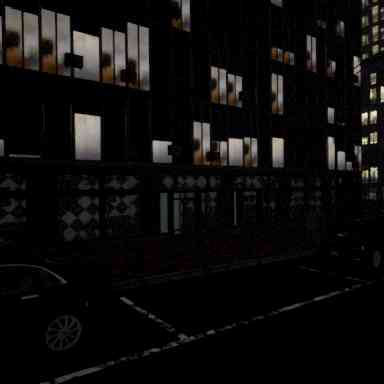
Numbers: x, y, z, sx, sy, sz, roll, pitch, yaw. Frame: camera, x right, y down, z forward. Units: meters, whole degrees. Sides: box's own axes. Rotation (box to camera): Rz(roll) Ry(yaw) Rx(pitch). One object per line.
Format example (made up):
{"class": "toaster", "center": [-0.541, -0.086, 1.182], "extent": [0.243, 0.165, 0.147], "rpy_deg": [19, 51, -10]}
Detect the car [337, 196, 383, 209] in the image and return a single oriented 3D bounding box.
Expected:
{"class": "car", "center": [20.550, 1.272, 40.850], "extent": [1.752, 1.417, 4.829], "rpy_deg": [-1, 1, -35]}

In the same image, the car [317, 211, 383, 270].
{"class": "car", "center": [5.964, 1.541, 10.992], "extent": [4.507, 1.381, 1.887], "rpy_deg": [0, -1, -36]}

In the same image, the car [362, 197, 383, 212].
{"class": "car", "center": [18.052, 1.440, 34.343], "extent": [1.994, 1.385, 4.181], "rpy_deg": [-1, 1, -35]}

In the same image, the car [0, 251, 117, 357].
{"class": "car", "center": [-3.210, 1.551, 4.413], "extent": [4.403, 1.369, 2.008], "rpy_deg": [0, -1, -36]}
